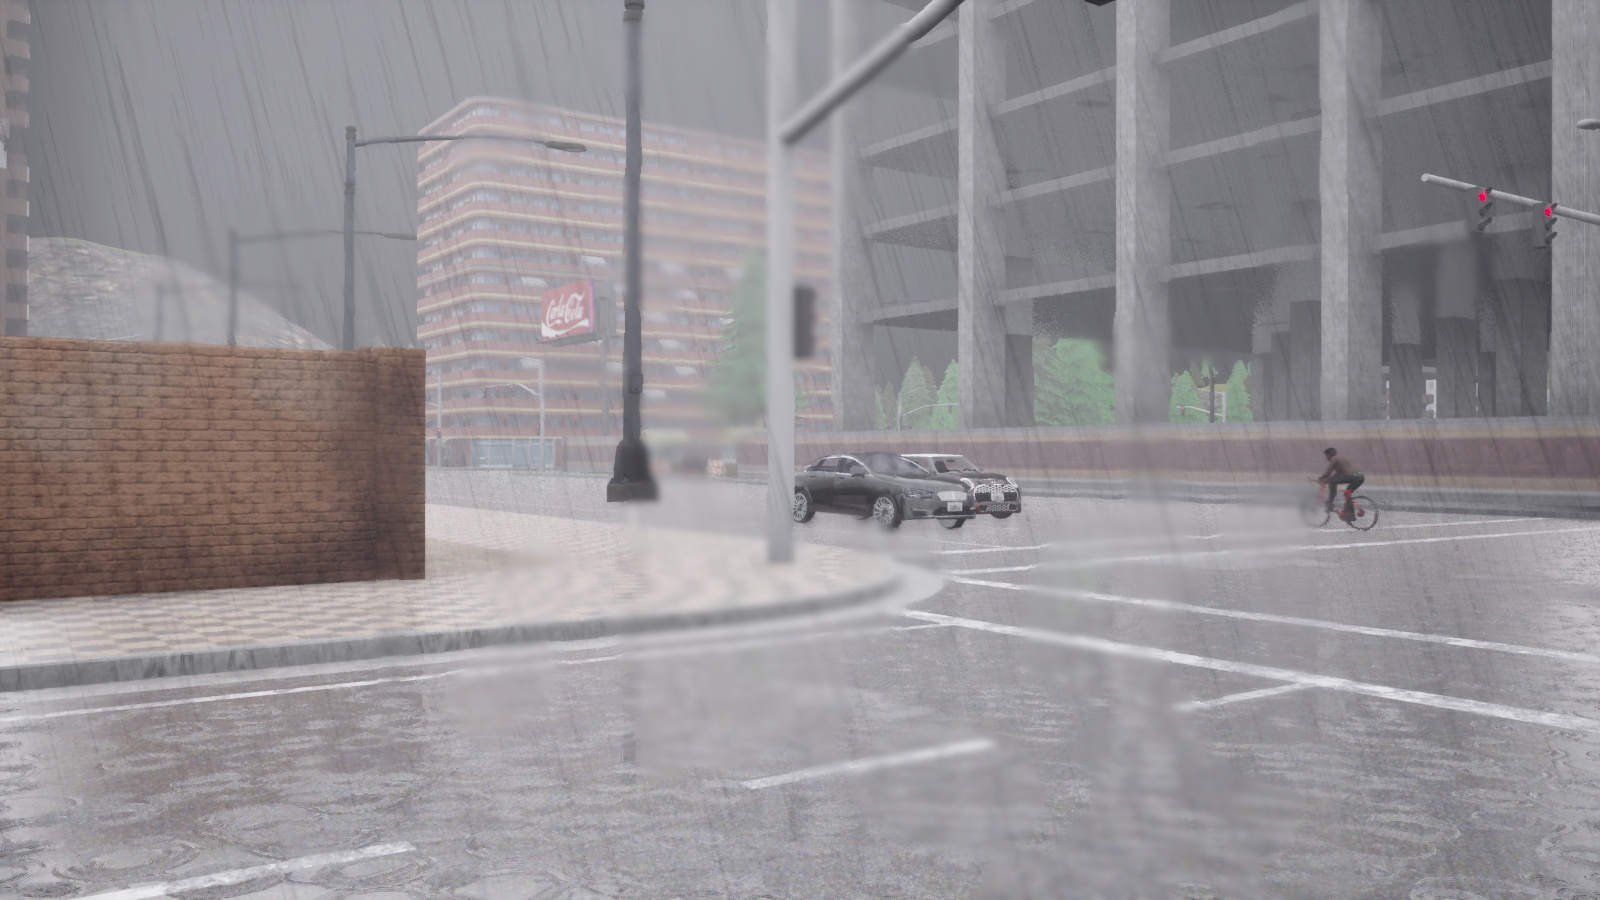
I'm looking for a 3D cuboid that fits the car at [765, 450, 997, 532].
[{"bbox_3d":[1.523,0.760,25.587,2.128,1.511,4.902,0,0,-34],"label":"car"}]

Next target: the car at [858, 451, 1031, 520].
[{"bbox_3d":[3.293,0.775,29.197,1.970,1.475,3.806,0,0,-34],"label":"car"}]

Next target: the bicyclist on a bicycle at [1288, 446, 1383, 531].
[{"bbox_3d":[10.577,0.736,24.831,0.582,1.620,1.656,0,0,-35],"label":"bicyclist on a bicycle"}]
